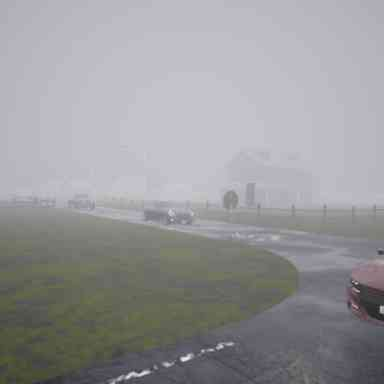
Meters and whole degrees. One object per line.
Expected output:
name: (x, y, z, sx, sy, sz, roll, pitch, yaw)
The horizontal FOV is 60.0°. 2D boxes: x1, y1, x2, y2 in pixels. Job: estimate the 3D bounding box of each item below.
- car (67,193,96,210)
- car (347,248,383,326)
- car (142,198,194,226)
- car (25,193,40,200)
car: (-13.417, 1.104, 40.251, 2.150, 2.045, 5.566, 1, 0, -35)
car: (5.027, 1.579, 6.526, 5.008, 1.535, 1.882, 1, 0, -35)
car: (-1.778, 1.373, 23.725, 2.097, 1.767, 4.553, 1, 0, -35)
car: (-37.631, 1.095, 79.467, 2.128, 1.511, 4.902, 1, 0, -35)
